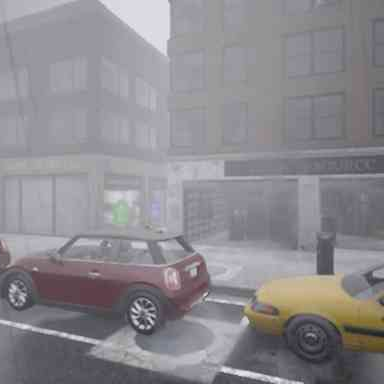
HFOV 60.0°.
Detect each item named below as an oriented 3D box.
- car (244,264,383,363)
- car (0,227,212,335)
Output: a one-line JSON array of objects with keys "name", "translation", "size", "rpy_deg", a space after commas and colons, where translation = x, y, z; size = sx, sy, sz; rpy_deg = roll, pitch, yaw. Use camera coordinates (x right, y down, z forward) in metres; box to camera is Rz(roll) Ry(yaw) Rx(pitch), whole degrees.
[{"name": "car", "translation": [3.178, 1.523, 4.530], "size": [4.829, 1.417, 1.752], "rpy_deg": [0, 0, 23]}, {"name": "car", "translation": [-1.765, 1.437, 6.587], "size": [4.097, 1.590, 1.967], "rpy_deg": [0, 0, 23]}]
